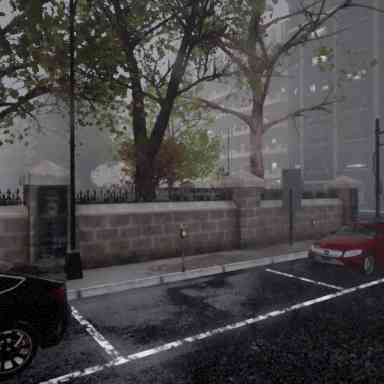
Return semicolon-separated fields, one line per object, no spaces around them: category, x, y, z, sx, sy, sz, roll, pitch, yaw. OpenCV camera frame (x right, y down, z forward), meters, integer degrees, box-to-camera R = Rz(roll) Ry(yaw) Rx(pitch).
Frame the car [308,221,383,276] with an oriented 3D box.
car;5.384;1.581;10.286;4.206;1.307;1.802;0;0;-35

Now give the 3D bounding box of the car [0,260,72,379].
car;-3.696;1.566;3.955;4.313;1.339;1.947;0;0;-35
